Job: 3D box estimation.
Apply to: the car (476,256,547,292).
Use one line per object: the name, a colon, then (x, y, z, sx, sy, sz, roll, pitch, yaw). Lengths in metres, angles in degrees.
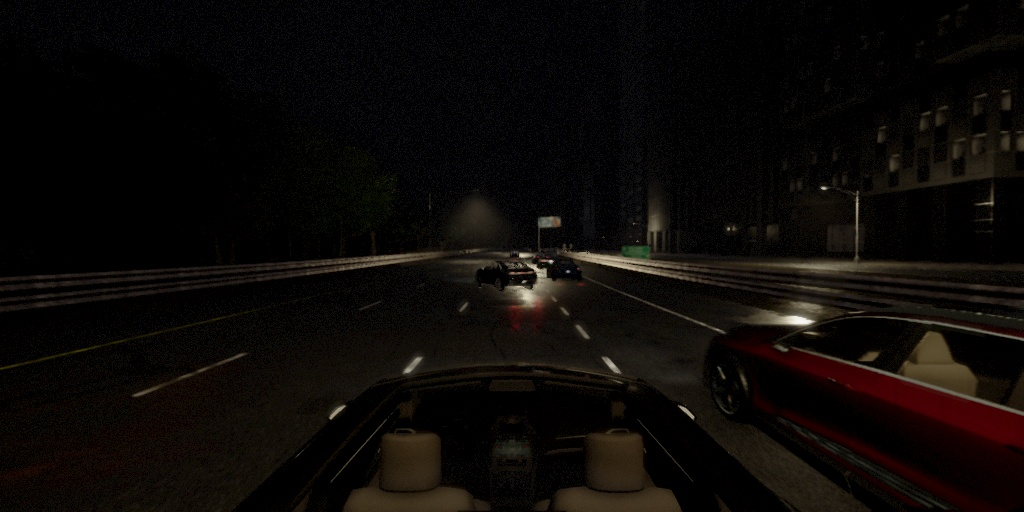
car: (-0.420, 0.966, 19.108, 2.128, 1.511, 4.902, -1, 2, -25)

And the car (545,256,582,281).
car: (3.566, 0.905, 24.730, 1.994, 1.385, 4.181, 0, 1, 0)

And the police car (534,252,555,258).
police car: (3.638, 0.555, 35.696, 2.038, 1.542, 4.974, 0, 1, 0)

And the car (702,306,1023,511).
car: (3.500, 1.166, 2.797, 2.033, 1.649, 4.856, 0, 1, 0)
